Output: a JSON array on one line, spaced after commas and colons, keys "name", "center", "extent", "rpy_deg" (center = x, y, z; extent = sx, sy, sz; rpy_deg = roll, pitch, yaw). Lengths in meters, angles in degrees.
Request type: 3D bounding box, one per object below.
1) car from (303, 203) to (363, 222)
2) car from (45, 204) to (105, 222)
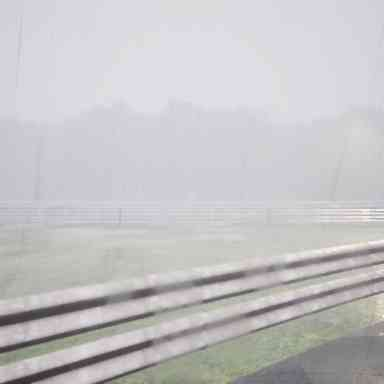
[{"name": "car", "center": [11.956, 1.727, 28.274], "extent": [4.902, 1.511, 2.128], "rpy_deg": [0, 0, 1]}, {"name": "car", "center": [-10.017, 1.757, 28.583], "extent": [4.902, 1.511, 2.128], "rpy_deg": [0, 0, 1]}]
